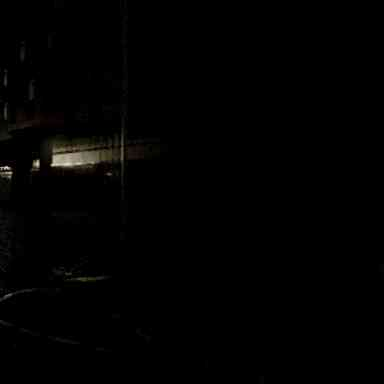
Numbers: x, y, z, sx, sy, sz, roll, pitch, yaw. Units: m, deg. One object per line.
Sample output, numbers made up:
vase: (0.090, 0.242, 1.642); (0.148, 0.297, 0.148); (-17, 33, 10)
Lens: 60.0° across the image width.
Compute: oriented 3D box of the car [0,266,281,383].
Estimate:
car: (-1.173, 1.555, 3.802); (4.313, 1.339, 1.947); (0, 0, 36)
